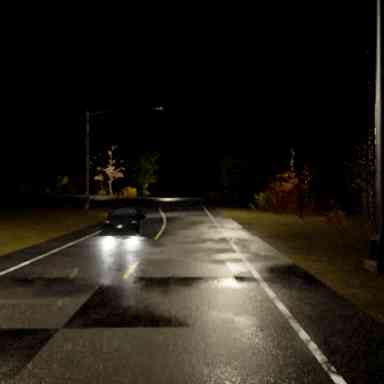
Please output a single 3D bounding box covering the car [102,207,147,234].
[{"bbox_3d":[-3.736,1.571,19.008,1.994,1.385,4.181,0,0,-1],"label":"car"}]
